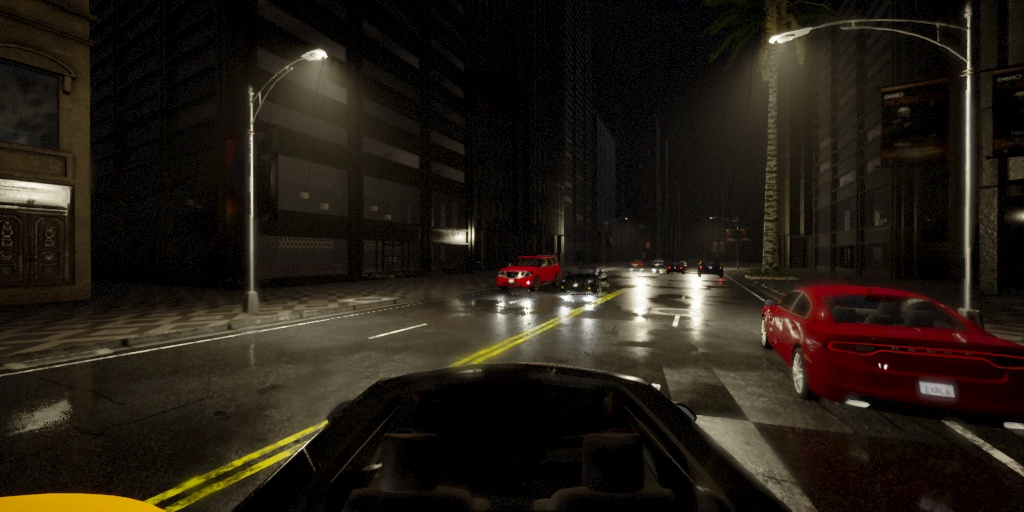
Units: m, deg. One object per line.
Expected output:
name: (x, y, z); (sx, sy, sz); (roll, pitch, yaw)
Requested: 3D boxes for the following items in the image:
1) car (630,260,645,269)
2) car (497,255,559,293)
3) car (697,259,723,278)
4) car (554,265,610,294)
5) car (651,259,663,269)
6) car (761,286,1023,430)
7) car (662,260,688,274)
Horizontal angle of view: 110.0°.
car: (20.800, 1.315, 59.487); (1.812, 1.442, 4.674); (0, 0, 28)
car: (1.216, 0.975, 21.543); (2.150, 2.045, 5.566); (0, 0, 27)
car: (19.304, 1.118, 34.965); (2.097, 1.767, 4.553); (0, 0, 27)
car: (4.166, 1.318, 20.171); (1.994, 1.385, 4.181); (0, 0, 27)
car: (23.885, 1.282, 58.374); (2.128, 1.511, 4.902); (0, 0, 28)
car: (5.516, 1.228, 5.895); (1.882, 1.535, 5.008); (0, 0, 27)
car: (18.667, 1.317, 40.788); (2.033, 1.411, 5.357); (0, 0, 27)
